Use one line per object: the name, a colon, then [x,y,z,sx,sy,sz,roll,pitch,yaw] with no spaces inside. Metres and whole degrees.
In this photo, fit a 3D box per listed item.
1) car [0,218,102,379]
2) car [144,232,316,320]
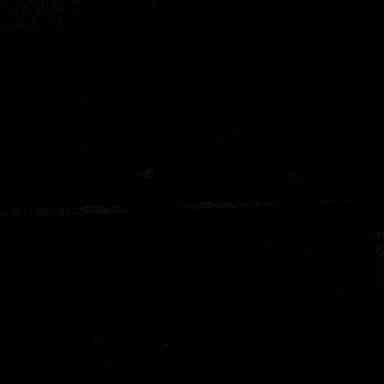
car: [-3.615,1.315,3.979,5.009,1.841,2.192,0,0,-35]
car: [1.015,1.582,7.273,4.206,1.307,1.802,0,0,-35]
